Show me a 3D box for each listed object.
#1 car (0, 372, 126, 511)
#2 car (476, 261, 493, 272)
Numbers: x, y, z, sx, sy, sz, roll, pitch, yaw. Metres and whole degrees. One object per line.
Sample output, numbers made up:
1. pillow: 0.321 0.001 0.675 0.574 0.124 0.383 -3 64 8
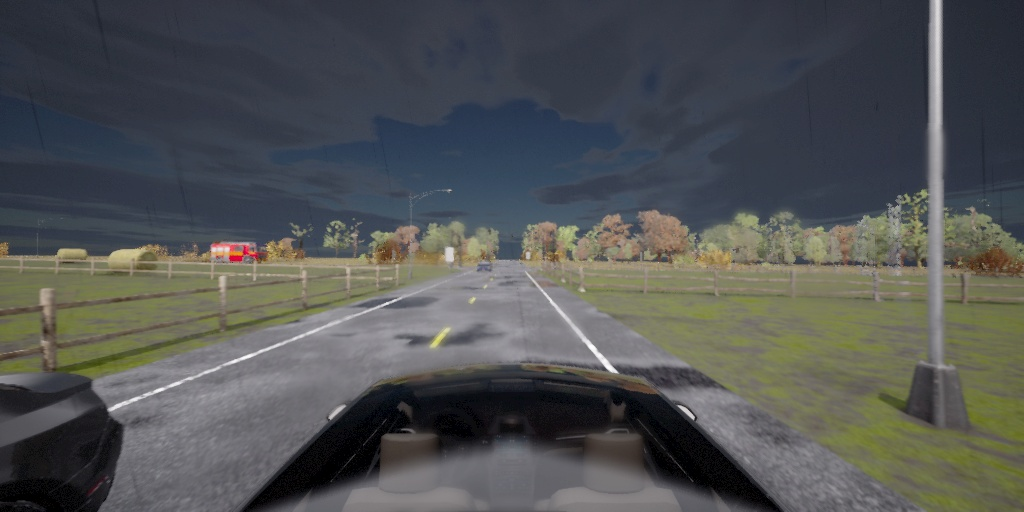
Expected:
1. car: -3.599 1.254 0.386 1.837 1.490 4.892 0 0 0
2. car: -3.503 1.328 46.624 2.033 1.411 5.357 0 0 0
